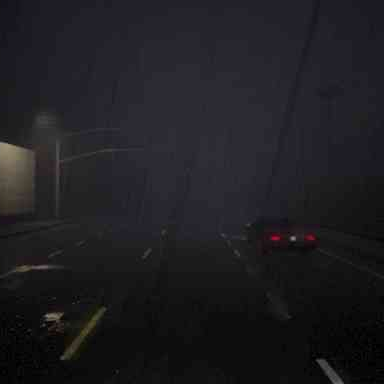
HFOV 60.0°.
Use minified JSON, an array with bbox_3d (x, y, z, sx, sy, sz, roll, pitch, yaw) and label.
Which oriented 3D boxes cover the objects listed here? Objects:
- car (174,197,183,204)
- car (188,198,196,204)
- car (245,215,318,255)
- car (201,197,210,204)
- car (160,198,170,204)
[{"bbox_3d":[-3.494,2.173,86.831,2.097,1.767,4.553,0,-1,0],"label":"car"},{"bbox_3d":[0.006,2.323,88.095,1.837,1.490,4.892,0,-1,0],"label":"car"},{"bbox_3d":[3.502,1.680,13.979,2.033,1.411,5.357,0,-1,0],"label":"car"},{"bbox_3d":[3.506,2.178,88.067,2.097,1.767,4.553,0,-1,0],"label":"car"},{"bbox_3d":[-6.994,2.342,86.799,1.812,1.442,4.674,0,-1,0],"label":"car"}]
